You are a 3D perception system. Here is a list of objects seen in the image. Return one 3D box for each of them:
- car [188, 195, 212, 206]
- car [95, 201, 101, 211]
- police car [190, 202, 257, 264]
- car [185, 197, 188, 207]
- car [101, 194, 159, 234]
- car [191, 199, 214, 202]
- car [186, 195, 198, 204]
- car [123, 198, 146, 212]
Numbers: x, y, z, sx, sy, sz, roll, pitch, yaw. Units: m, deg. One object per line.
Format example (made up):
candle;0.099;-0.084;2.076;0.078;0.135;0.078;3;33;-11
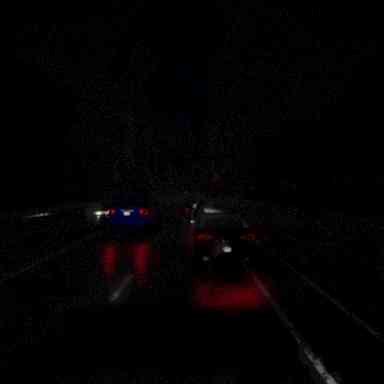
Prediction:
car;0.969;1.245;27.609;2.097;1.767;4.553;0;0;0
car;-9.848;1.459;38.731;1.994;1.385;4.181;0;0;0
police car;0.973;1.368;11.745;1.930;1.638;5.238;0;0;0
car;0.003;1.422;47.662;1.812;1.442;4.674;0;0;0
car;-3.155;1.132;18.763;2.150;2.045;5.566;0;0;0
car;0.972;1.428;21.637;1.812;1.442;4.674;0;0;0
car;-0.011;1.395;63.485;2.128;1.511;4.902;0;0;0
car;-6.598;1.459;38.734;1.994;1.385;4.181;0;0;0
